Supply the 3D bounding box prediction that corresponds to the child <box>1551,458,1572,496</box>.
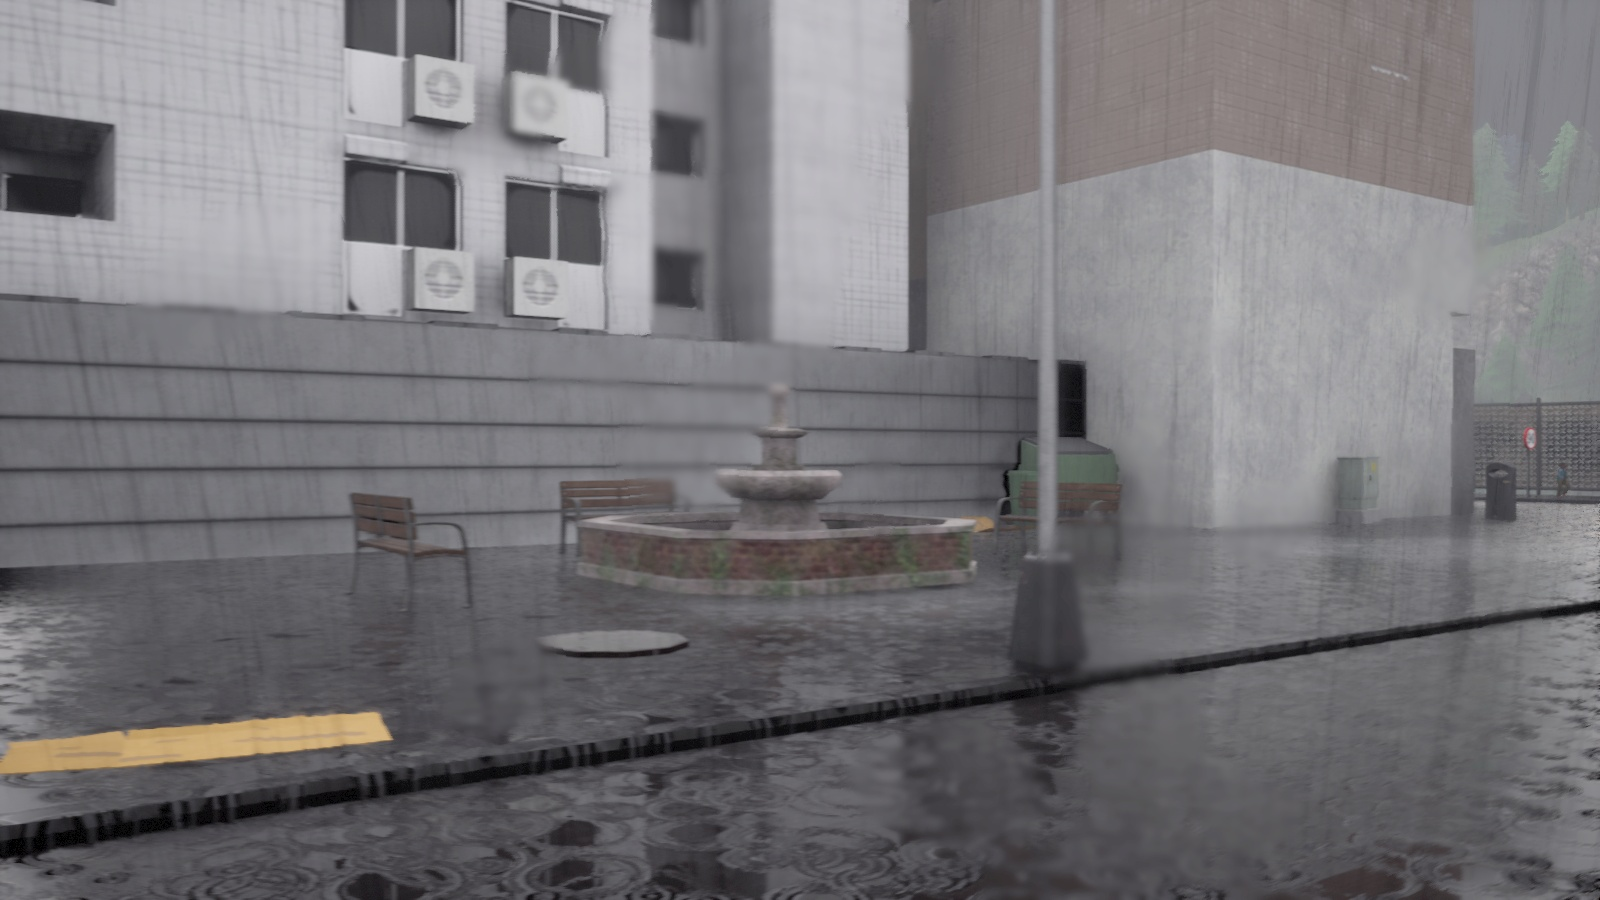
[{"bbox_3d":[24.069,0.857,39.714,0.343,1.192,0.448,0,0,-17],"label":"child"}]
